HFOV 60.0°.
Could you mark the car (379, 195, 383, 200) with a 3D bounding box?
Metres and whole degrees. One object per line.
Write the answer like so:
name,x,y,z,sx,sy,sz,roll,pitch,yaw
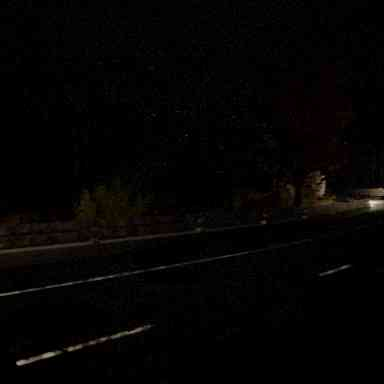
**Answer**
car,46.464,1.306,79.247,2.128,1.511,4.902,0,0,6
